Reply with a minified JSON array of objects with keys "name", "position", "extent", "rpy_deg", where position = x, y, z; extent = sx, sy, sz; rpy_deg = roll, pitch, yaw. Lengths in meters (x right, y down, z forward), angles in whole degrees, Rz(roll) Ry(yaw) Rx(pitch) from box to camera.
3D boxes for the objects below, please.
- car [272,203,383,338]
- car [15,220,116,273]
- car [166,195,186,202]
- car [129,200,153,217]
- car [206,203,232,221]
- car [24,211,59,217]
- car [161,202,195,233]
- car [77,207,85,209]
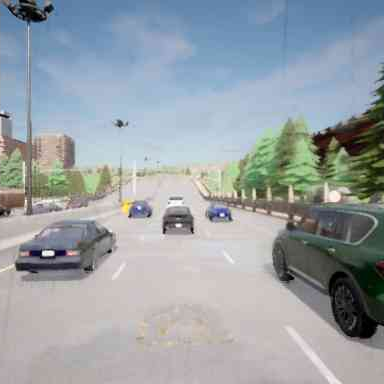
[{"name":"car","position":[3.373,1.232,6.808],"extent":[2.150,2.045,5.566],"rpy_deg":[0,0,-3]},{"name":"car","position":[-3.825,1.628,11.002],"extent":[2.033,1.411,5.357],"rpy_deg":[0,0,-3]},{"name":"car","position":[-1.913,1.431,40.175],"extent":[2.150,2.045,5.566],"rpy_deg":[0,0,-3]},{"name":"car","position":[-5.058,1.551,33.511],"extent":[2.097,1.767,4.553],"rpy_deg":[0,0,-3]},{"name":"car","position":[2.233,1.651,28.320],"extent":[1.812,1.442,4.674],"rpy_deg":[0,0,-3]},{"name":"car","position":[-11.893,1.702,26.645],"extent":[2.128,1.511,4.902],"rpy_deg":[0,0,-3]},{"name":"car","position":[-0.857,1.610,20.526],"extent":[1.837,1.490,4.892],"rpy_deg":[0,-1,-3]},{"name":"car","position":[-16.511,1.699,48.078],"extent":[2.097,1.767,4.553],"rpy_deg":[0,0,-3]}]
